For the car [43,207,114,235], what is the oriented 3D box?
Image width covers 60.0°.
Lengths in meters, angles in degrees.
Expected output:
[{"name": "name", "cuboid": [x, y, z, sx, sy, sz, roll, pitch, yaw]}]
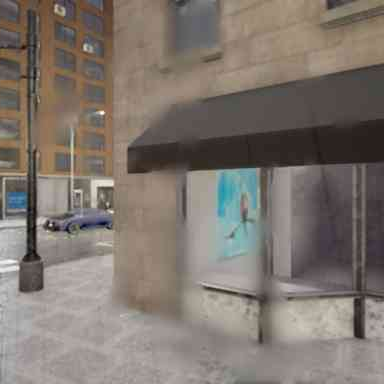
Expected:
[{"name": "car", "cuboid": [-6.325, 1.587, 19.276, 1.994, 1.385, 4.181, 0, 0, 36]}]

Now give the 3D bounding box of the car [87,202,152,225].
[{"name": "car", "cuboid": [-5.300, 1.557, 24.999, 1.752, 1.417, 4.829, 0, 0, 36]}]
